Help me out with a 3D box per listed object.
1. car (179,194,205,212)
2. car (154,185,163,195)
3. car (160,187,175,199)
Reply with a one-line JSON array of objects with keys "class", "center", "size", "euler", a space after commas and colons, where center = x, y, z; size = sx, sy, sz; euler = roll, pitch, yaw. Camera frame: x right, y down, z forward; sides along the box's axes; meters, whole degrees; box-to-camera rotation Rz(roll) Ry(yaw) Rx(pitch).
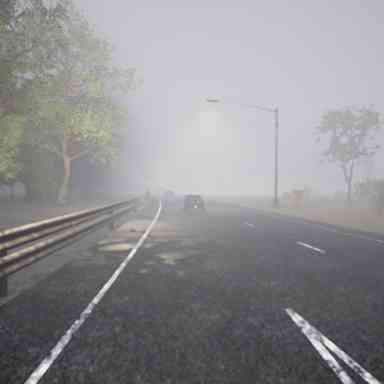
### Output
[{"class": "car", "center": [-0.023, 0.936, 30.481], "size": [1.837, 1.490, 4.892], "euler": [0, 1, -8]}, {"class": "car", "center": [-7.930, -0.415, 84.953], "size": [2.150, 2.045, 5.566], "euler": [0, 1, -8]}, {"class": "car", "center": [-4.034, 0.408, 58.105], "size": [1.837, 1.490, 4.892], "euler": [0, 1, -8]}]
